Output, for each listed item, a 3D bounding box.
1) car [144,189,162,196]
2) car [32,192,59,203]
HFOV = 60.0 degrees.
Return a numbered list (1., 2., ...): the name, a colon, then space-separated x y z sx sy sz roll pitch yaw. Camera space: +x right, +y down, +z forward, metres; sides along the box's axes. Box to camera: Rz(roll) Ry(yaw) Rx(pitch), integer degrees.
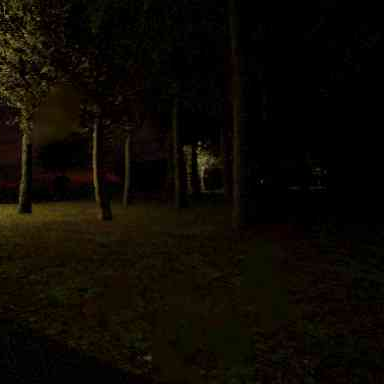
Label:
1. car: -8.540 0.033 73.192 1.812 1.442 4.674 -2 1 34
2. car: -20.034 0.679 44.025 1.812 1.442 4.674 -2 0 34
